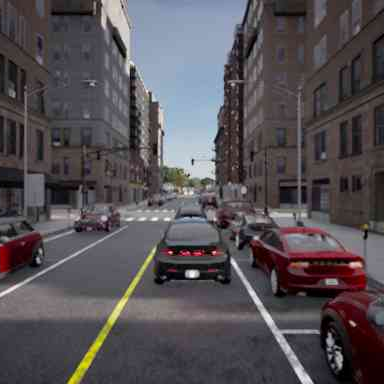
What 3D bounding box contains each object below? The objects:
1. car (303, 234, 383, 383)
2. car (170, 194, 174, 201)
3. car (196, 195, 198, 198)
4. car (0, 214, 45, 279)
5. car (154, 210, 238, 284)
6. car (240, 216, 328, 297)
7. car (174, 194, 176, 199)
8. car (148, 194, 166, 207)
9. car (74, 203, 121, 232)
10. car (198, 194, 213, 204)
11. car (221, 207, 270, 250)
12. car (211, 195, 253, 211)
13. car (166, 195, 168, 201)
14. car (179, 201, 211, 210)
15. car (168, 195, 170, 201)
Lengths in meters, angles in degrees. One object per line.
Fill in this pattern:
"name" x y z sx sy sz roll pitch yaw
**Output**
"car" 2.628 1.439 2.762 1.967 1.590 4.097 0 0 0
"car" -5.875 1.515 79.837 1.887 1.381 4.507 0 0 0
"car" 2.317 1.291 63.375 2.192 1.841 5.009 0 0 0
"car" -5.430 1.438 8.396 1.967 1.590 4.097 0 0 0
"car" 0.015 1.502 9.533 1.837 1.490 4.892 0 0 0
"car" 2.595 1.542 8.444 1.887 1.381 4.507 0 0 0
"car" -5.906 1.512 85.340 1.887 1.381 4.507 0 0 0
"car" -5.723 1.297 52.318 2.192 1.841 5.009 0 0 0
"car" -5.498 1.434 19.760 1.967 1.590 4.097 0 0 0
"car" 2.429 1.298 46.864 2.192 1.841 5.009 0 0 0
"car" 2.561 1.546 14.126 2.008 1.369 4.403 0 0 0
"car" 2.527 1.308 19.808 2.192 1.841 5.009 0 0 0
"car" -5.753 1.545 57.822 1.947 1.339 4.313 0 0 0
"car" -0.049 1.499 19.683 1.837 1.490 4.892 0 0 0
"car" -5.784 1.528 63.326 2.008 1.369 4.403 0 0 0
